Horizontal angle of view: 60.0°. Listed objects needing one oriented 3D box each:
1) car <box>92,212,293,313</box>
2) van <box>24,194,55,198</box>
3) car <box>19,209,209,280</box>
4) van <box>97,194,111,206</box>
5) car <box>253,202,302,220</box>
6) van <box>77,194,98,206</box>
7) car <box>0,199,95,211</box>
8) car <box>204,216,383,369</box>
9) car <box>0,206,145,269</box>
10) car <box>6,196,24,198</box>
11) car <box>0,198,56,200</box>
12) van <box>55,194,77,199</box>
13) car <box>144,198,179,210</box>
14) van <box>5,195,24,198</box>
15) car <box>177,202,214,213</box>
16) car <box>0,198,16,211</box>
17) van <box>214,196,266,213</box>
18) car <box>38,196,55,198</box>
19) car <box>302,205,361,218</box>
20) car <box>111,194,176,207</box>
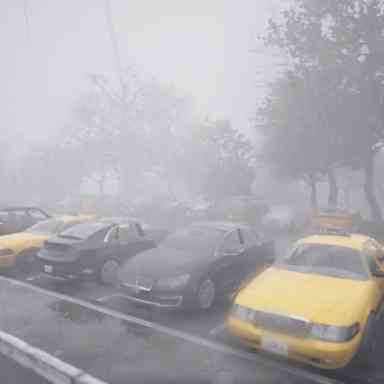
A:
[{"bbox_3d":[0.407,1.487,7.919,2.231,1.521,4.892,0,0,36],"label":"car"},{"bbox_3d":[-14.460,1.239,34.521,1.878,1.987,4.442,-1,-1,36],"label":"van"},{"bbox_3d":[-1.857,1.478,9.526,2.231,1.521,4.892,0,0,36],"label":"car"},{"bbox_3d":[-5.434,1.204,28.336,1.878,1.987,4.442,0,0,36],"label":"van"},{"bbox_3d":[5.756,1.515,20.173,2.002,1.452,4.674,0,0,36],"label":"car"},{"bbox_3d":[-7.583,1.195,29.877,1.878,1.987,4.442,0,0,36],"label":"van"},{"bbox_3d":[-6.383,1.333,12.741,2.185,1.767,4.553,0,0,36],"label":"car"},{"bbox_3d":[2.551,1.492,6.146,1.946,1.575,5.366,0,0,36],"label":"car"},{"bbox_3d":[-4.217,1.465,10.998,1.946,1.575,5.366,0,0,36],"label":"car"},{"bbox_3d":[-16.747,1.498,36.077,1.946,1.575,5.366,-1,-1,36],"label":"car"},{"bbox_3d":[-8.639,1.324,14.358,2.185,1.767,4.553,0,0,36],"label":"car"},{"bbox_3d":[-10.079,1.186,31.379,1.878,1.987,4.442,0,0,36],"label":"van"},{"bbox_3d":[-0.901,1.448,24.936,2.097,1.535,5.008,0,0,36],"label":"car"},{"bbox_3d":[-18.826,1.310,37.938,1.878,1.987,4.442,-1,-1,36],"label":"van"},{"bbox_3d":[1.353,1.498,23.324,2.002,1.452,4.674,0,0,36],"label":"car"},{"bbox_3d":[-25.750,1.644,42.752,2.097,1.535,5.008,-1,-1,36],"label":"car"},{"bbox_3d":[3.572,1.240,21.880,1.878,1.987,4.442,0,0,36],"label":"van"},{"bbox_3d":[-12.136,1.430,33.004,2.097,1.535,5.008,-1,-1,36],"label":"car"},{"bbox_3d":[8.104,1.485,18.480,2.097,1.535,5.008,0,0,36],"label":"car"},{"bbox_3d":[-3.266,1.188,26.604,2.435,2.045,5.566,0,0,36],"label":"car"}]
